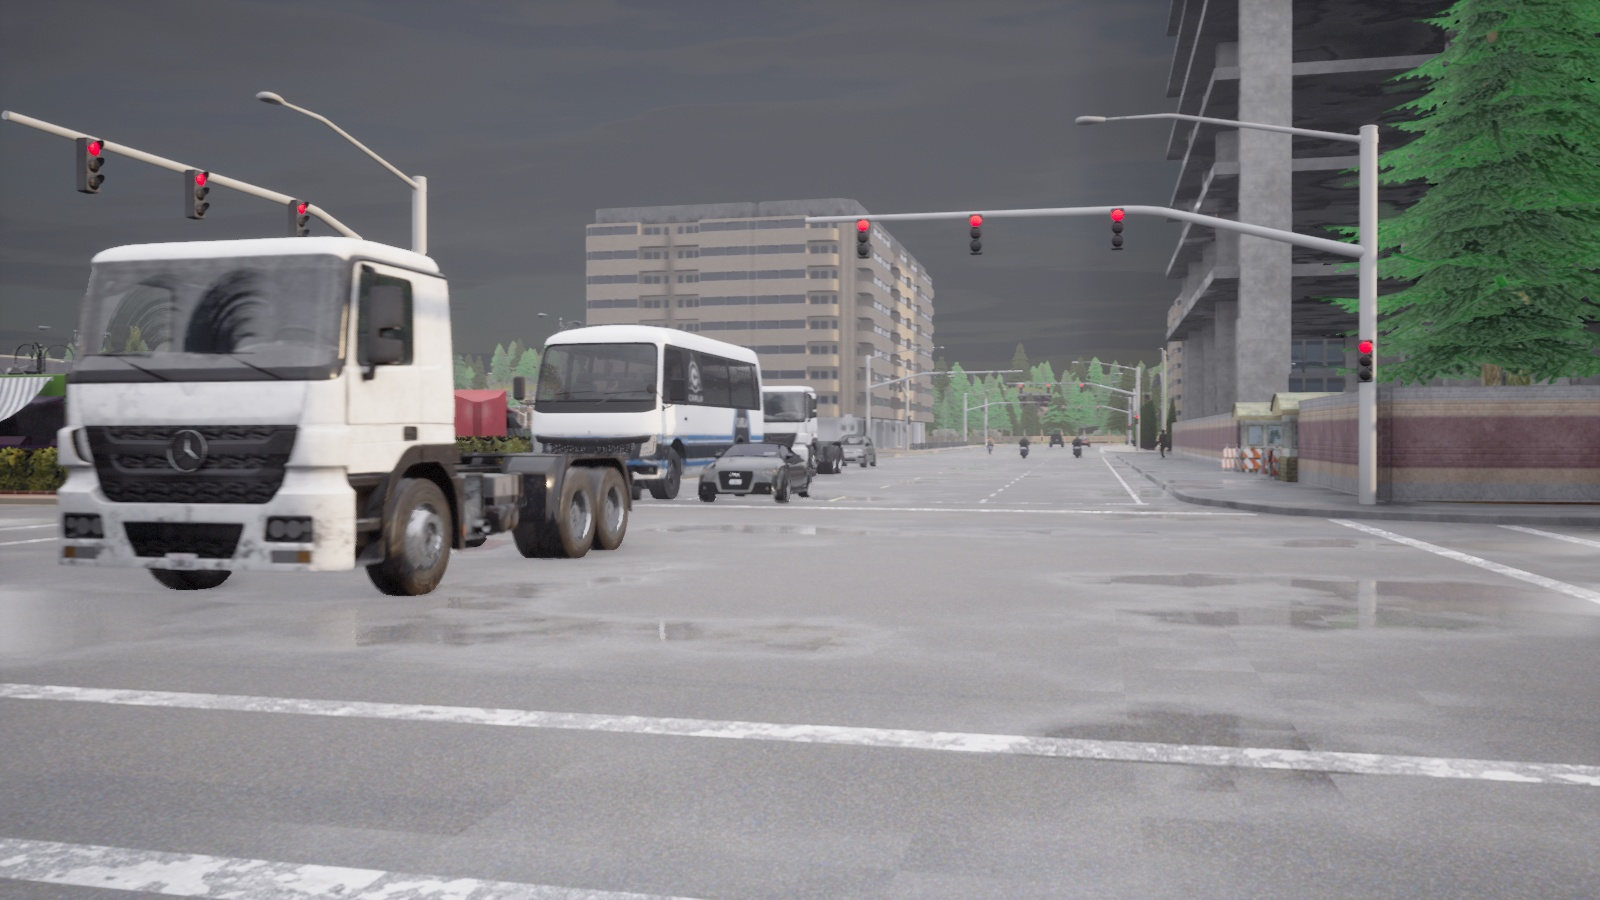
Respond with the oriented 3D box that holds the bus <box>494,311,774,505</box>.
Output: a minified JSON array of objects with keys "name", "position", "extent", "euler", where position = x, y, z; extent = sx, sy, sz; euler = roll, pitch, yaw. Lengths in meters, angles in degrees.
[{"name":"bus","position":[-3.854,-0.973,33.008],"extent":[3.944,4.253,10.273],"euler":[0,1,13]}]

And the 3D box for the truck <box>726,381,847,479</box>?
[{"name":"truck","position":[-0.342,-0.736,48.462],"extent":[2.891,3.462,7.936],"euler":[0,1,13]}]

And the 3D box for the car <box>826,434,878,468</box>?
[{"name":"car","position":[2.560,0.013,61.252],"extent":[1.851,1.617,3.988],"euler":[0,1,13]}]

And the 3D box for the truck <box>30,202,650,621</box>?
[{"name":"truck","position":[-4.451,-0.347,14.553],"extent":[2.891,3.462,7.936],"euler":[0,0,13]}]

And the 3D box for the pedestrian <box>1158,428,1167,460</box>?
[{"name":"pedestrian","position":[22.234,-0.379,76.977],"extent":[0.395,1.930,0.692],"euler":[0,1,4]}]

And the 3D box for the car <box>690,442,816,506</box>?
[{"name":"car","position":[-1.022,0.505,29.673],"extent":[1.994,1.385,4.181],"euler":[0,1,13]}]
